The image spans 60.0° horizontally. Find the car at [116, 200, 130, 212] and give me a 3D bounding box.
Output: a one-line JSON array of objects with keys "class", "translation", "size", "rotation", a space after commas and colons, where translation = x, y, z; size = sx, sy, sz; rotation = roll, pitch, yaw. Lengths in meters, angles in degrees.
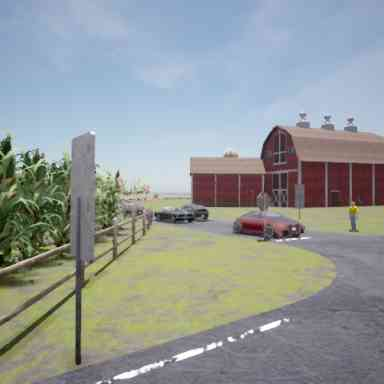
[{"class": "car", "translation": [-10.701, 2.064, 48.156], "size": [2.097, 1.767, 4.553], "rotation": [1, -1, -22]}]

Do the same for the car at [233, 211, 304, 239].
[{"class": "car", "translation": [4.175, 1.740, 18.641], "size": [1.994, 1.385, 4.181], "rotation": [1, -1, -31]}]

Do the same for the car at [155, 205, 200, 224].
[{"class": "car", "translation": [-1.521, 1.965, 28.516], "size": [1.895, 1.301, 4.718], "rotation": [1, -1, -28]}]

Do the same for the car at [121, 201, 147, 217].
[{"class": "car", "translation": [-6.507, 2.110, 38.512], "size": [1.994, 1.385, 4.181], "rotation": [1, -1, -25]}]

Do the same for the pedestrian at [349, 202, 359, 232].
[{"class": "pedestrian", "translation": [9.930, 1.482, 20.419], "size": [0.375, 1.860, 0.375], "rotation": [0, 0, -32]}]

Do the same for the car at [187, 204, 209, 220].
[{"class": "car", "translation": [-0.143, 1.937, 32.193], "size": [1.837, 1.490, 4.892], "rotation": [0, -1, -27]}]

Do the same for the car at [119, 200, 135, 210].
[{"class": "car", "translation": [-11.523, 2.245, 58.730], "size": [2.097, 1.767, 4.553], "rotation": [1, -1, -19]}]
